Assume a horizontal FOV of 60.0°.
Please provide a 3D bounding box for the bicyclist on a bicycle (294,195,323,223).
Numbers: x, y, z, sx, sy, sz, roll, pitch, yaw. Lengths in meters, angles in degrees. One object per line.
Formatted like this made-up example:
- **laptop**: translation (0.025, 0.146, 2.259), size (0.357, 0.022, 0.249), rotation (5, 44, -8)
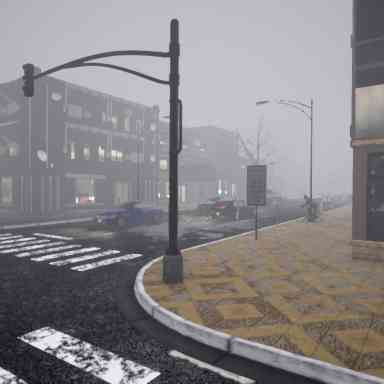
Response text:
- **bicyclist on a bicycle**: translation (6.834, 1.003, 19.557), size (1.656, 1.620, 0.582), rotation (0, 1, 35)

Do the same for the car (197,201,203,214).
- **car**: translation (2.351, 1.028, 28.431), size (1.882, 1.535, 5.008), rotation (1, 1, 35)

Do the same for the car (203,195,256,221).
- **car**: translation (3.092, 1.137, 23.882), size (1.837, 1.490, 4.892), rotation (1, 1, 35)

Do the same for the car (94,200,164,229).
- **car**: translation (-3.596, 1.248, 19.835), size (1.812, 1.442, 4.674), rotation (1, 1, 37)

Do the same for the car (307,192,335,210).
- **car**: translation (12.711, 0.993, 33.025), size (2.008, 1.369, 4.403), rotation (2, 2, 35)

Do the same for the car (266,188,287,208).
- **car**: translation (8.368, 0.599, 37.100), size (2.150, 2.045, 5.566), rotation (1, 1, 35)

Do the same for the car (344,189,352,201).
- **car**: translation (25.475, 0.619, 51.642), size (1.887, 1.381, 4.507), rotation (2, 2, 35)

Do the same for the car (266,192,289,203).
- **car**: translation (12.165, 0.767, 47.200), size (1.802, 1.307, 4.206), rotation (2, 2, 35)

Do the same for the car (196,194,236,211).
- **car**: translation (2.450, 1.011, 33.334), size (2.008, 1.369, 4.403), rotation (2, 2, 35)

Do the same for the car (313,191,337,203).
- **car**: translation (18.575, 0.681, 46.243), size (2.128, 1.511, 4.902), rotation (1, 1, 35)
